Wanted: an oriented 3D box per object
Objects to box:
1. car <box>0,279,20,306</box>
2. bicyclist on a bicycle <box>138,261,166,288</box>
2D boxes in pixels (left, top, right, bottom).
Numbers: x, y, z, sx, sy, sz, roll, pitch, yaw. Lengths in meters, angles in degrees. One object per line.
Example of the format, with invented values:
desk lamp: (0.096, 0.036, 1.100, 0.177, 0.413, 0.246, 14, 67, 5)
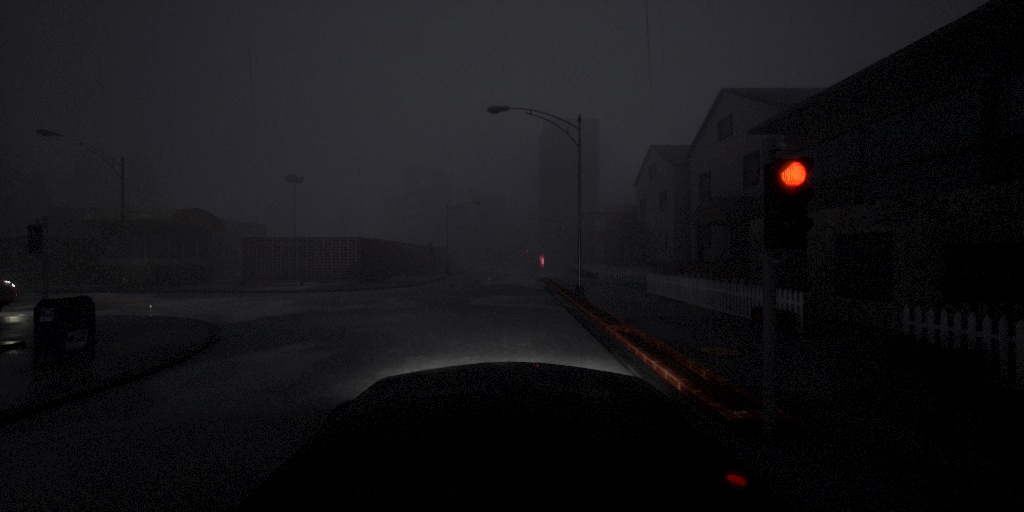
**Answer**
car: (-21.594, 1.099, 13.299, 4.553, 1.767, 2.097, 0, 0, 0)
bicyclist on a bicycle: (-21.746, 1.094, 21.692, 0.582, 1.620, 1.656, 0, 0, 0)
